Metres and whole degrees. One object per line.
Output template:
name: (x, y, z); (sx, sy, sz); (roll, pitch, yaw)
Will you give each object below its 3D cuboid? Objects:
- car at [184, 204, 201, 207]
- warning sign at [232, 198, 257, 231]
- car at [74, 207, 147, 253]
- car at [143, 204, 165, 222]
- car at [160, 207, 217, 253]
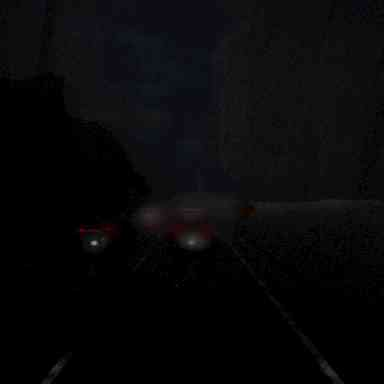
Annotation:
car: (0.035, 1.766, 29.305); (2.128, 1.511, 4.902); (0, 0, 0)
warning sign: (3.068, 1.298, 19.509); (1.300, 1.860, 1.060); (0, -1, 0)
car: (-3.481, 1.627, 14.301); (2.128, 1.511, 4.902); (0, 0, 0)
car: (-3.466, 1.765, 29.299); (2.128, 1.511, 4.902); (0, 0, 0)
car: (0.019, 1.627, 14.298); (2.128, 1.511, 4.902); (0, 0, 0)
